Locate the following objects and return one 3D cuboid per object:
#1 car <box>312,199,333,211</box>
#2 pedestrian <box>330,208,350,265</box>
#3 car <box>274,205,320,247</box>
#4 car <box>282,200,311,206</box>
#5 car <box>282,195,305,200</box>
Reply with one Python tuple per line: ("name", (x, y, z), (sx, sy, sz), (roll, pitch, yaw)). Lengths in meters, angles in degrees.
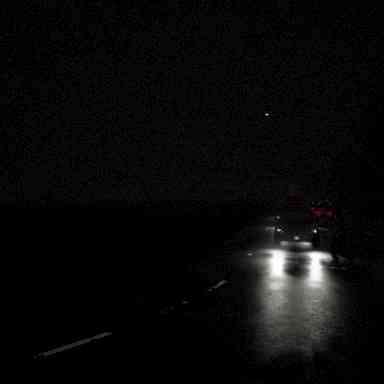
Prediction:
("car", (17.137, 1.659, 43.660), (1.812, 1.442, 4.674), (0, 0, 17))
("pedestrian", (4.619, 1.337, 10.407), (0.375, 1.860, 0.375), (-2, 1, 17))
("car", (4.876, 1.581, 15.596), (1.812, 1.442, 4.674), (0, 0, 17))
("car", (7.769, 1.595, 25.259), (1.837, 1.490, 4.892), (0, 0, 17))
("car", (10.856, 1.332, 35.525), (2.150, 2.045, 5.566), (0, 0, 17))
